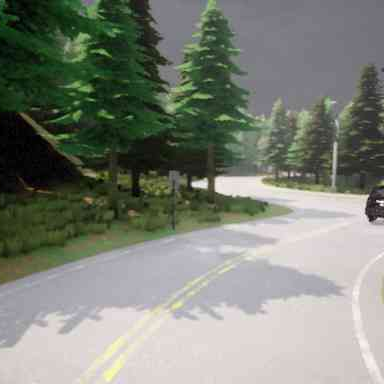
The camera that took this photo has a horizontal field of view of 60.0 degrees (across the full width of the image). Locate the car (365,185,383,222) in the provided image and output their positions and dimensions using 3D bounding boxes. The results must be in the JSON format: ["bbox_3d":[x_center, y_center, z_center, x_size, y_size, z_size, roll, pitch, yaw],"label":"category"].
[{"bbox_3d":[11.928,0.638,18.913,5.566,2.045,2.150,-4,6,-40],"label":"car"}]
